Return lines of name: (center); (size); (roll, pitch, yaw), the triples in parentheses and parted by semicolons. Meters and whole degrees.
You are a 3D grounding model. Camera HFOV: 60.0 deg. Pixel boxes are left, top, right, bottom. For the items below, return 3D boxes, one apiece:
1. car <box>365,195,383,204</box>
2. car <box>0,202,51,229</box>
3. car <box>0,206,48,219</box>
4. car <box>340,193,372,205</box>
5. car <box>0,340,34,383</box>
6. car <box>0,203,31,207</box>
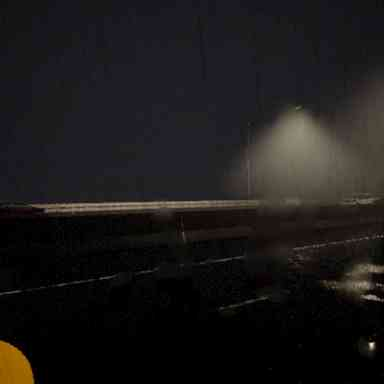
car: (24.100, 1.500, 41.453); (4.892, 1.490, 1.837); (0, 0, -33)
car: (-11.876, 1.490, 21.271); (4.902, 1.511, 2.128); (0, 0, -35)
car: (-8.301, 1.563, 15.229); (4.181, 1.385, 1.994); (0, 0, -35)
car: (22.113, 1.218, 44.341); (5.566, 2.045, 2.150); (0, 0, -33)
car: (-3.375, 1.479, 1.359); (5.008, 1.535, 1.882); (0, 0, -35)
car: (-10.428, 1.525, 18.015); (4.674, 1.442, 1.812); (0, 0, -35)
